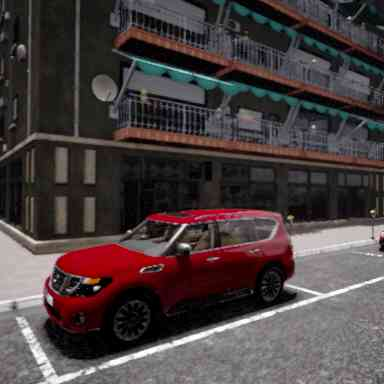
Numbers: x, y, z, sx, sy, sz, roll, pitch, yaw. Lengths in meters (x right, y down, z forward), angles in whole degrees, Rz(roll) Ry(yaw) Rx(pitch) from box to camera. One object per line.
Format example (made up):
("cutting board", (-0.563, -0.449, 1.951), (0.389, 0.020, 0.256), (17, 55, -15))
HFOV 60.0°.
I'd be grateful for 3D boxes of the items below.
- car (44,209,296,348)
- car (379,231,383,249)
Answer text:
("car", (-0.088, 1.308, 6.481), (5.009, 1.841, 2.192), (0, 1, -35))
("car", (8.975, 1.556, 12.952), (4.206, 1.307, 1.802), (0, 1, -35))
